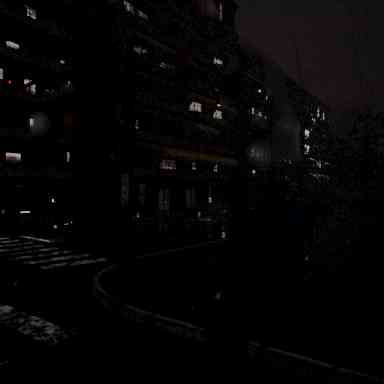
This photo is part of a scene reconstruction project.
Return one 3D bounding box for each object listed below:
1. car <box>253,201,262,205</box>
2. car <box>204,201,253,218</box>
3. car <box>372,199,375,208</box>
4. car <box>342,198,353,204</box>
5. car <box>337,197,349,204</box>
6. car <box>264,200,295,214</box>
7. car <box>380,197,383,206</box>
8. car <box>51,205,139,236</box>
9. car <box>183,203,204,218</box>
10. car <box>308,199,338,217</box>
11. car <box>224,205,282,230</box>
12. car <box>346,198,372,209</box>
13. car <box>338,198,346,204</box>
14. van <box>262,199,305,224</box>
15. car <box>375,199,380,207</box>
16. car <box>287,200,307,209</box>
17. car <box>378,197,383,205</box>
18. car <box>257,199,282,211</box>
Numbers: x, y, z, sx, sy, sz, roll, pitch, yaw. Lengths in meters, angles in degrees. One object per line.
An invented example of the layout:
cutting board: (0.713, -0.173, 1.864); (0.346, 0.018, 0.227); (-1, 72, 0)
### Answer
car: (7.471, 1.840, 41.503); (1.802, 1.307, 4.206); (1, 0, 36)
car: (3.592, 1.696, 31.871); (1.882, 1.535, 5.008); (1, 0, 36)
car: (30.632, 2.202, 58.786); (1.802, 1.307, 4.206); (1, 0, 36)
car: (40.216, 2.220, 85.896); (1.752, 1.417, 4.829); (1, 0, 36)
car: (37.034, 2.094, 81.580); (1.967, 1.590, 4.097); (1, 0, 36)
car: (11.084, 1.814, 41.983); (2.128, 1.511, 4.902); (1, 0, 37)
car: (37.202, 2.252, 67.693); (1.887, 1.381, 4.507); (1, 0, 36)
car: (-5.689, 1.594, 19.293); (1.837, 1.490, 4.892); (1, 0, 36)
car: (0.903, 1.712, 32.596); (1.887, 1.381, 4.507); (1, 0, 36)
car: (14.212, 1.837, 36.522); (1.967, 1.590, 4.097); (1, 0, 36)
car: (4.357, 1.827, 23.162); (1.947, 1.339, 4.313); (1, 0, 36)
car: (27.351, 1.891, 54.334); (2.192, 1.841, 5.009); (1, 0, 36)
car: (33.748, 2.177, 77.126); (1.947, 1.339, 4.313); (1, 0, 36)
van: (7.643, 1.647, 27.616); (1.690, 1.788, 3.998); (1, 0, 36)
car: (33.918, 2.104, 63.240); (1.967, 1.590, 4.097); (1, 0, 36)
car: (17.325, 1.974, 54.862); (1.802, 1.307, 4.206); (1, 0, 36)
car: (47.059, 2.151, 81.053); (2.192, 1.841, 5.009); (1, 0, 36)
car: (10.757, 1.743, 45.956); (1.967, 1.590, 4.097); (1, 0, 36)
